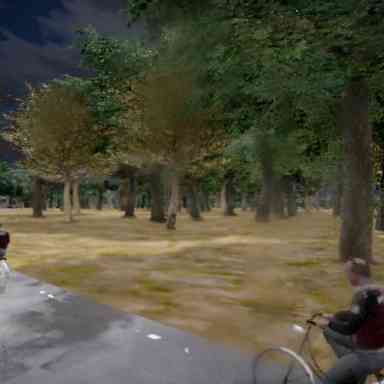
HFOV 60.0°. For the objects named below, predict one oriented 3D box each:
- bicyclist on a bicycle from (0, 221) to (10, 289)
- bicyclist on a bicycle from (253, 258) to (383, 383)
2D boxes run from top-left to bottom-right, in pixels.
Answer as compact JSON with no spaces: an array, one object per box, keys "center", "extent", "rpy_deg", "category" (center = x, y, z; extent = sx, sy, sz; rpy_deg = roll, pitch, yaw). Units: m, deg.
[{"center":[-5.314,1.647,8.990],"extent":[1.843,1.776,0.659],"rpy_deg":[-1,-3,42],"category":"bicyclist on a bicycle"},{"center":[1.397,1.515,3.225],"extent":[1.843,1.776,0.659],"rpy_deg":[-1,-3,39],"category":"bicyclist on a bicycle"}]
